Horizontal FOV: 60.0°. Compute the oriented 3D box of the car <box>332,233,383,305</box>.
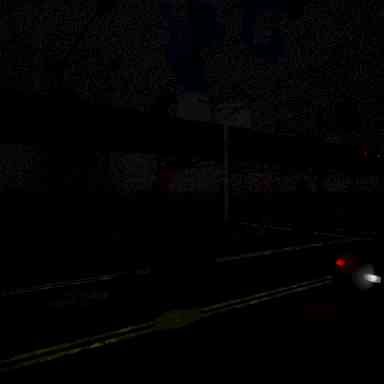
[{"bbox_3d":[4.967,1.564,7.317,4.181,1.385,1.994,0,0,-35],"label":"car"}]
